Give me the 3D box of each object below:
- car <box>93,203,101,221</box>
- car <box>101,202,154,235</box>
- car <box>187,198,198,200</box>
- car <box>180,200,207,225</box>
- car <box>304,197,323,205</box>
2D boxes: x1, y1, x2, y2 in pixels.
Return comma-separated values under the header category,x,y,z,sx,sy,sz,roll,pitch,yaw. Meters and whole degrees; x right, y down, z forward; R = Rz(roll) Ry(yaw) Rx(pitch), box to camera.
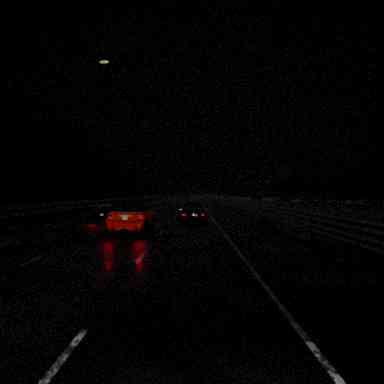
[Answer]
category,x,y,z,sx,sy,sz,roll,pitch,yaw
car,-6.898,1.556,27.742,1.812,1.442,4.674,0,0,0
car,-3.392,1.355,18.960,2.097,1.767,4.553,0,-1,0
car,0.104,1.541,42.734,1.882,1.535,5.008,0,0,0
car,0.105,1.573,24.584,2.033,1.411,5.357,0,0,0
car,24.579,1.741,67.114,2.033,1.649,4.856,0,0,-22
